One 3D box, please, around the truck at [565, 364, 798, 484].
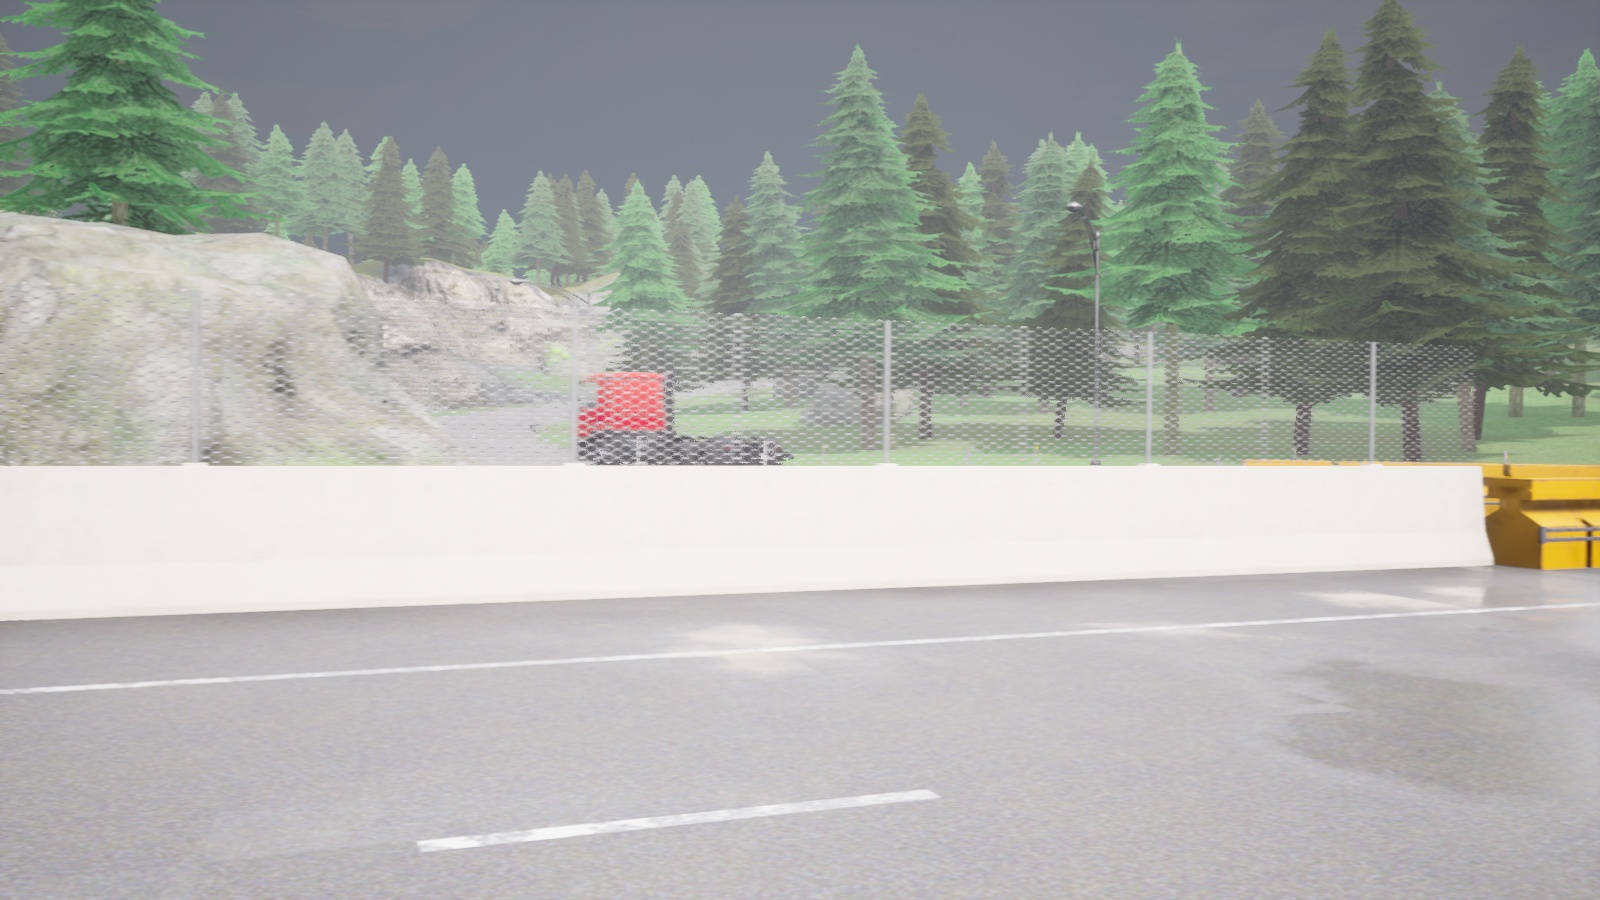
[{"bbox_3d":[-3.943,-0.797,40.197,7.936,3.462,2.891,0,1,44],"label":"truck"}]
